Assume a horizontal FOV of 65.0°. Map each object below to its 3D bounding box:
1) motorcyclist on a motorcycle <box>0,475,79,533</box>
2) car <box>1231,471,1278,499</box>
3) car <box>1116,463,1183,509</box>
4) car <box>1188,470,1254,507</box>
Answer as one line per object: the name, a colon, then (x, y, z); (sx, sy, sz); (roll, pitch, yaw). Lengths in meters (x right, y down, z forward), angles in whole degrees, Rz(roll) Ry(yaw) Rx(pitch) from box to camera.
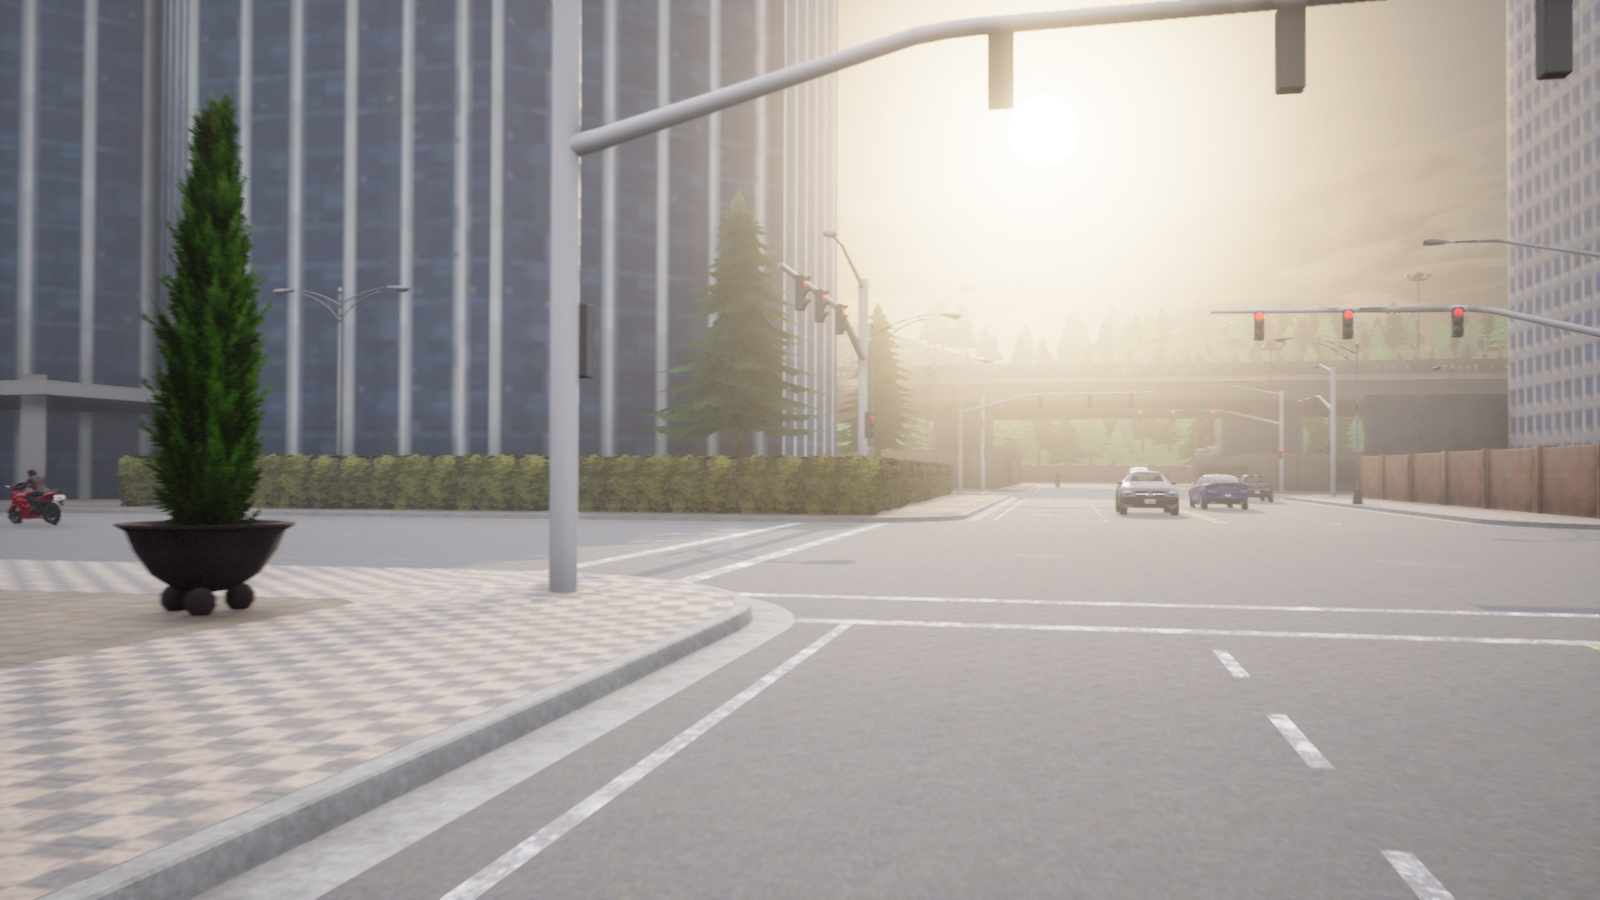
motorcyclist on a motorcycle: (-20.600, 1.442, 33.949); (2.044, 1.523, 0.797); (-1, -1, 22)
car: (24.809, 1.879, 68.659); (1.816, 1.474, 4.193); (0, -1, 12)
car: (13.280, 1.343, 47.953); (2.152, 1.651, 5.027); (0, -1, 12)
car: (18.384, 1.641, 55.054); (1.882, 1.535, 5.008); (0, -1, 9)
